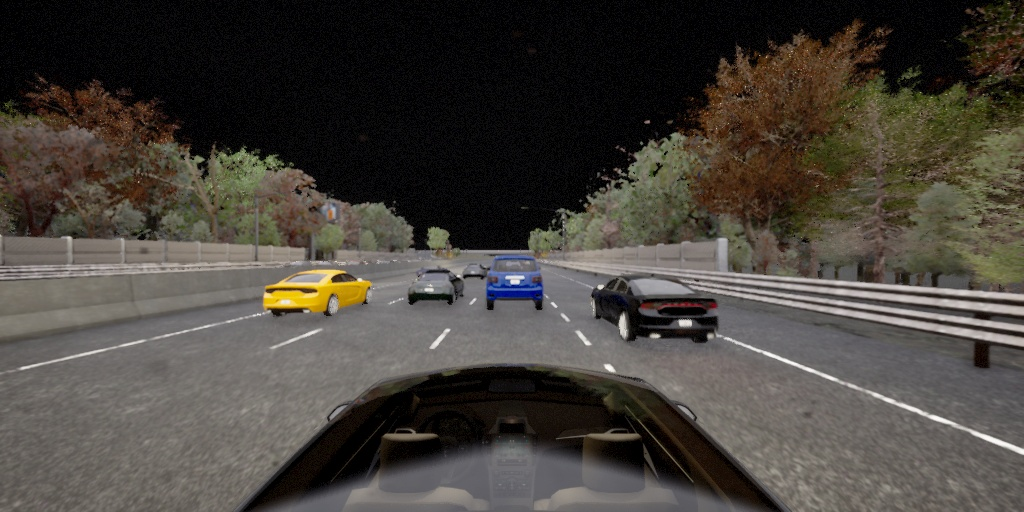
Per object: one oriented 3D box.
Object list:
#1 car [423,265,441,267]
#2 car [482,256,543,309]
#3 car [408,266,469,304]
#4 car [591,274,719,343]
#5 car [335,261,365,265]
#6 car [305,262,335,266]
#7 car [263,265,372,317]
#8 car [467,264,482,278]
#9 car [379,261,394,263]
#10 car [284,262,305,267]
[{"bbox_3d":[-6.899,1.442,31.467,1.895,1.301,4.718,0,0,0],"label":"car"},{"bbox_3d":[0.087,1.011,15.318,2.150,2.045,5.566,0,0,0],"label":"car"},{"bbox_3d":[-3.400,1.357,16.713,1.994,1.385,4.181,0,0,0],"label":"car"},{"bbox_3d":[3.545,1.230,9.854,1.882,1.535,5.008,0,0,-1],"label":"car"},{"bbox_3d":[-21.080,1.373,47.770,1.882,1.535,5.008,0,0,0],"label":"car"},{"bbox_3d":[-24.577,1.443,47.580,2.033,1.411,5.357,0,0,0],"label":"car"},{"bbox_3d":[-6.900,1.261,13.395,1.882,1.535,5.008,0,0,0],"label":"car"},{"bbox_3d":[-3.399,1.411,33.363,1.994,1.385,4.181,0,0,0],"label":"car"},{"bbox_3d":[-17.577,1.410,49.799,1.837,1.490,4.892,0,-1,0],"label":"car"},{"bbox_3d":[-28.076,1.442,47.519,2.033,1.411,5.357,0,0,0],"label":"car"}]
